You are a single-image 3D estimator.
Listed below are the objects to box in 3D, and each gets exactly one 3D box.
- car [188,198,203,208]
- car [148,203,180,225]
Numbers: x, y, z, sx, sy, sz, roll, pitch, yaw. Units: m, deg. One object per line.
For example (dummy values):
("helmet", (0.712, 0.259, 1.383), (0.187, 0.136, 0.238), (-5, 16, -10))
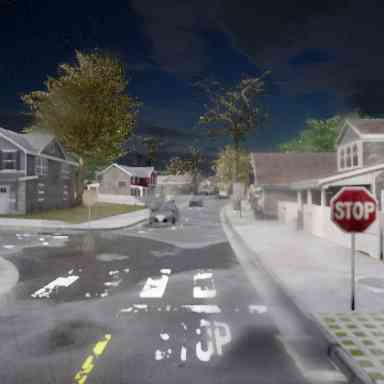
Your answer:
("car", (0.621, 1.698, 51.721), (2.033, 1.411, 5.357), (0, 0, 7))
("car", (-1.941, 1.549, 24.469), (2.128, 1.511, 4.902), (0, 0, 3))
